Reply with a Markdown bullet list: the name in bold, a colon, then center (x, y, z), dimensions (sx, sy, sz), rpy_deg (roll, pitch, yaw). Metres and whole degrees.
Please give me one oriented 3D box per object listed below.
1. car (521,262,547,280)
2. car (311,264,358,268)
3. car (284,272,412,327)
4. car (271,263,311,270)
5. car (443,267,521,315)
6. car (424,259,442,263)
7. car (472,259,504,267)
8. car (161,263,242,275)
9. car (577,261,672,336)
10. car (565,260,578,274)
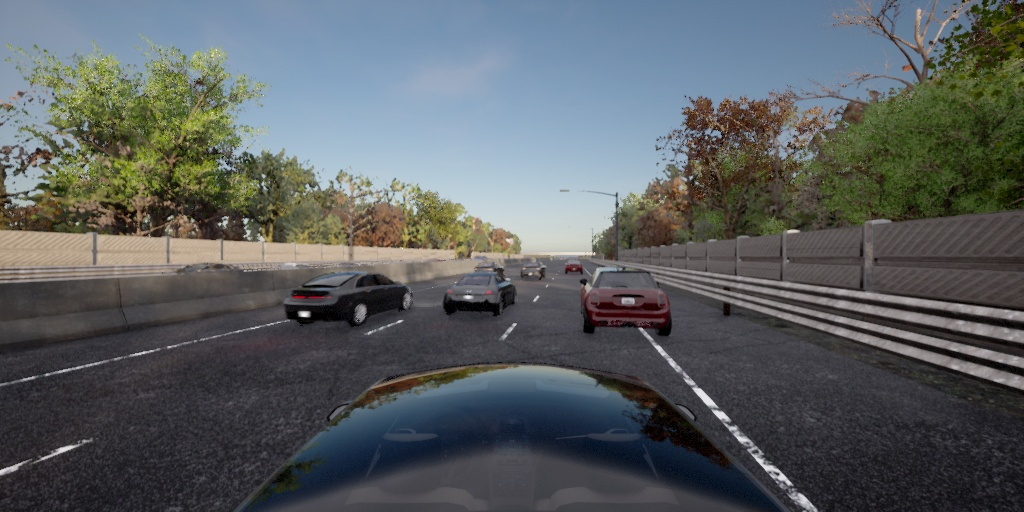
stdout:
- **car**: center (1.894, 1.231, 31.085), dimensions (2.128, 1.511, 4.902), rpy_deg (0, 0, 10)
- **car**: center (-13.045, 1.295, 27.918), dimensions (1.994, 1.385, 4.181), rpy_deg (0, 0, 10)
- **car**: center (-4.946, 1.246, 11.624), dimensions (1.837, 1.490, 4.892), rpy_deg (0, 0, 10)
- **car**: center (-16.737, 1.255, 27.150), dimensions (1.812, 1.442, 4.674), rpy_deg (0, 0, 10)
- **car**: center (-1.069, 1.307, 13.561), dimensions (1.994, 1.385, 4.181), rpy_deg (0, 0, 10)
- **car**: center (-14.057, 1.212, 63.658), dimensions (1.882, 1.535, 5.008), rpy_deg (0, 0, 10)
- **car**: center (-1.859, 1.229, 29.888), dimensions (2.128, 1.511, 4.902), rpy_deg (0, 0, 10)
- **car**: center (-20.776, 1.232, 24.178), dimensions (1.837, 1.490, 4.892), rpy_deg (0, 0, 10)
- **car**: center (3.129, 1.098, 10.661), dimensions (2.097, 1.767, 4.553), rpy_deg (0, 0, 10)
- **car**: center (6.963, 1.217, 40.201), dimensions (1.882, 1.535, 5.008), rpy_deg (0, 0, 10)
